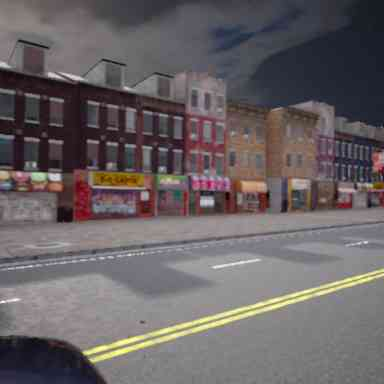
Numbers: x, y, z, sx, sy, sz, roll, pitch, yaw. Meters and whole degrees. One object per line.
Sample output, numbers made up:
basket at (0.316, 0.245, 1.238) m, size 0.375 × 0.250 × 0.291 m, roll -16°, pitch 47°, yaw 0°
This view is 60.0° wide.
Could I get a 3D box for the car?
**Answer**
car at (-2.424, 1.560, 1.711) m, size 4.181 × 1.385 × 1.994 m, roll 0°, pitch 0°, yaw -35°
